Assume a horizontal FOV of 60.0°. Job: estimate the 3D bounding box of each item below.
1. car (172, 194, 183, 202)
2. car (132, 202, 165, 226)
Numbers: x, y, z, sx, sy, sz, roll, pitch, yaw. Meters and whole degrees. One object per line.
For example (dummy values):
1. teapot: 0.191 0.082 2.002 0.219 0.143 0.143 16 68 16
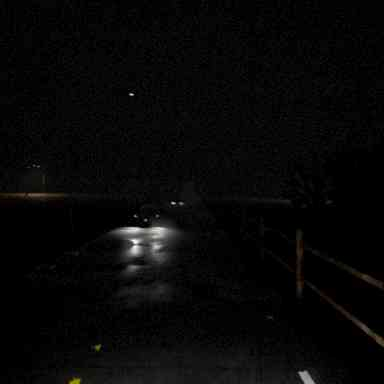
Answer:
1. car: -2.779 1.219 64.510 1.837 1.490 4.892 0 1 0
2. car: -2.854 1.463 22.844 1.812 1.442 4.674 0 0 0
